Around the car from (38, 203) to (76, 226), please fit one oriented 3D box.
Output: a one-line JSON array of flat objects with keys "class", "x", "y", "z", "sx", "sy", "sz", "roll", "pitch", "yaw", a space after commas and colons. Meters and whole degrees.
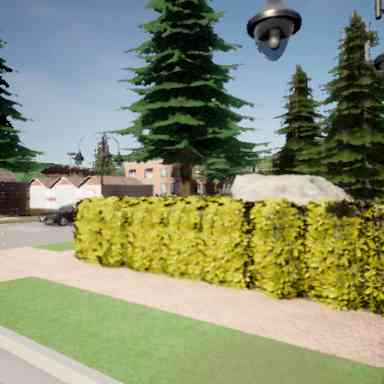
[{"class": "car", "x": -8.481, "y": 1.555, "z": 23.870, "sx": 1.837, "sy": 1.490, "sz": 4.892, "roll": 0, "pitch": 0, "yaw": 35}]
